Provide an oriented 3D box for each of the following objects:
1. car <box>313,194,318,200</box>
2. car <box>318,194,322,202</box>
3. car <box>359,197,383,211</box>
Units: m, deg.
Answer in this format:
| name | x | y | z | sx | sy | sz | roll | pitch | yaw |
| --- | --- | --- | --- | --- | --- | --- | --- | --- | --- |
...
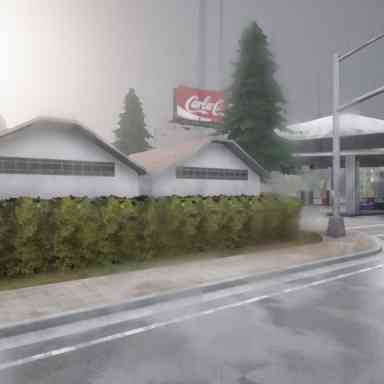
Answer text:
| name | x | y | z | sx | sy | sz | roll | pitch | yaw |
| --- | --- | --- | --- | --- | --- | --- | --- | --- | --- |
| car | 33.040 | 1.329 | 89.523 | 2.152 | 1.636 | 5.027 | 0 | 0 | -36 |
| car | 29.540 | 1.523 | 71.063 | 4.674 | 1.442 | 1.812 | 0 | 0 | -36 |
| car | 21.919 | 1.479 | 40.042 | 4.611 | 1.667 | 2.242 | 0 | 0 | -36 |
